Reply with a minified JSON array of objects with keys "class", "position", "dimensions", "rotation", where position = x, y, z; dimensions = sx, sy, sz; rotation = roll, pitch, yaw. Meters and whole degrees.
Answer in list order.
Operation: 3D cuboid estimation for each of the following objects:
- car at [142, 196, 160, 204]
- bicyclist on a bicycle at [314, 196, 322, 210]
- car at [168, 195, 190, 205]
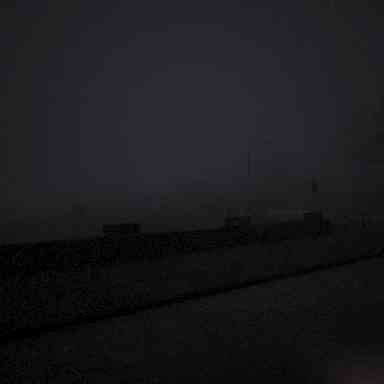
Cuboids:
[{"class":"car","position":[-8.175,1.478,65.455],"dimensions":[1.882,1.535,5.008],"rotation":[0,0,-36]},{"class":"bicyclist on a bicycle","position":[15.190,1.349,40.104],"dimensions":[1.656,1.620,0.582],"rotation":[0,0,-36]},{"class":"car","position":[-2.302,1.352,57.303],"dimensions":[2.097,1.767,4.553],"rotation":[0,0,-35]}]
